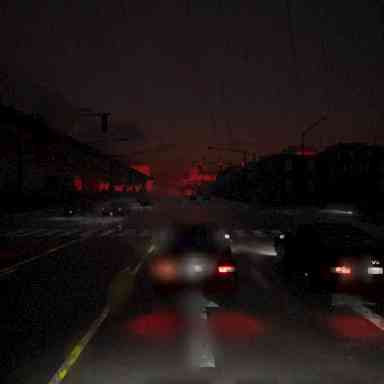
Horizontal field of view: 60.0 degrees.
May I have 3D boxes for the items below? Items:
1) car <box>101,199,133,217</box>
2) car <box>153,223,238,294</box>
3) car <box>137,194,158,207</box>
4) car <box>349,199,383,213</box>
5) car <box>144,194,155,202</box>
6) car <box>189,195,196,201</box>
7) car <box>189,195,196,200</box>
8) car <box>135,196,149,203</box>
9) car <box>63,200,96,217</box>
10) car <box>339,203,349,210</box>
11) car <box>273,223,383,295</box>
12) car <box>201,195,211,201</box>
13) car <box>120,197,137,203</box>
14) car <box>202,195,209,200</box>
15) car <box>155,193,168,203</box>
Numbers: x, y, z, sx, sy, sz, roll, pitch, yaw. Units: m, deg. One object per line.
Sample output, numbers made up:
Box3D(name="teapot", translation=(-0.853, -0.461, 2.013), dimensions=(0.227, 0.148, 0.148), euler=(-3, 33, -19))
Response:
Box3D(name="car", translation=(-7.023, 1.604, 31.235), dimensions=(1.895, 1.301, 4.718), euler=(0, 0, 0))
Box3D(name="car", translation=(0.091, 1.548, 8.961), dimensions=(2.033, 1.411, 5.357), euler=(0, 0, 0))
Box3D(name="car", translation=(-6.889, 1.483, 51.682), dimensions=(1.882, 1.535, 5.008), euler=(0, 0, -1))
Box3D(name="car", translation=(20.050, 1.568, 36.374), dimensions=(4.181, 1.385, 1.994), euler=(0, 0, 0))
Box3D(name="car", translation=(-10.300, 1.362, 80.749), dimensions=(2.097, 1.767, 4.553), euler=(0, 0, 0))
Box3D(name="car", translation=(0.206, 1.549, 83.245), dimensions=(2.033, 1.411, 5.357), euler=(0, 0, 0))
Box3D(name="car", translation=(0.232, 1.510, 93.754), dimensions=(1.837, 1.490, 4.892), euler=(0, 0, 0))
Box3D(name="car", translation=(-10.330, 1.555, 68.566), dimensions=(2.033, 1.411, 5.357), euler=(0, 0, 0))
Box3D(name="car", translation=(-10.524, 1.508, 31.311), dimensions=(1.837, 1.490, 4.892), euler=(0, 0, 0))
Box3D(name="car", translation=(20.634, 1.552, 39.877), dimensions=(5.357, 1.411, 2.033), euler=(0, 0, 0))
Box3D(name="car", translation=(3.582, 1.548, 8.853), dimensions=(2.033, 1.411, 5.357), euler=(0, 0, 2))
Box3D(name="car", translation=(3.709, 1.561, 84.193), dimensions=(1.994, 1.385, 4.181), euler=(0, 0, 0))
Box3D(name="car", translation=(-10.463, 1.483, 52.206), dimensions=(1.882, 1.535, 5.008), euler=(0, 0, 0))
Box3D(name="car", translation=(3.733, 1.534, 94.007), dimensions=(1.812, 1.442, 4.674), euler=(0, 0, 0))
Box3D(name="car", translation=(-6.829, 1.228, 69.225), dimensions=(2.150, 2.045, 5.566), euler=(0, 0, 0))
